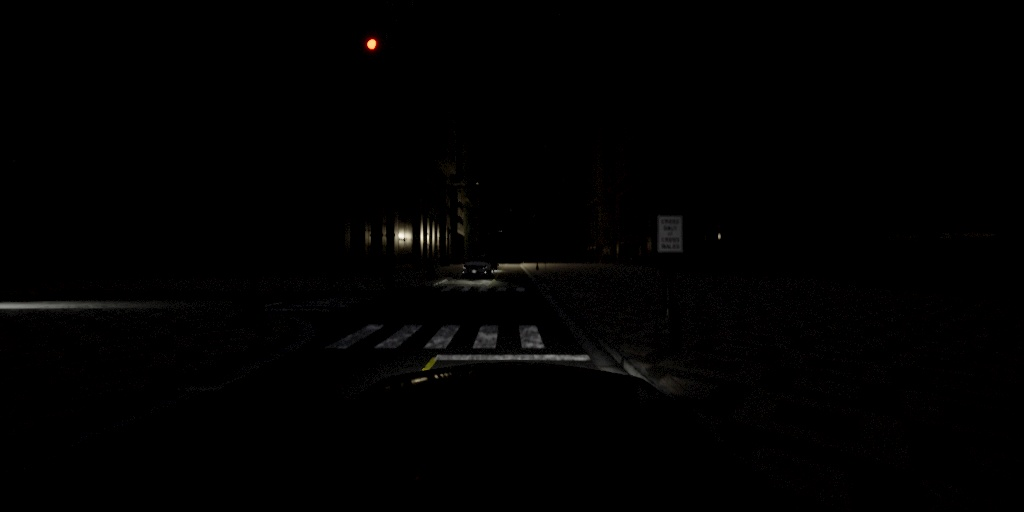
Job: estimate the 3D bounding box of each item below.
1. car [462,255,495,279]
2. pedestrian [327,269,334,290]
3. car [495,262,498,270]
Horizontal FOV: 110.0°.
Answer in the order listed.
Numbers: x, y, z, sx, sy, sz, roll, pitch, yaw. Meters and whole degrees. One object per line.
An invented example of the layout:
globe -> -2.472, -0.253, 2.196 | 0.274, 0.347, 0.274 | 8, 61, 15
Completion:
car -> -3.021, 0.891, 31.808 | 2.150, 2.045, 5.566 | 0, 0, 1
pedestrian -> -9.967, 0.915, 19.631 | 0.375, 1.860, 0.375 | 0, -1, 0
car -> -2.975, 1.228, 48.636 | 1.994, 1.385, 4.181 | 0, 0, 0
